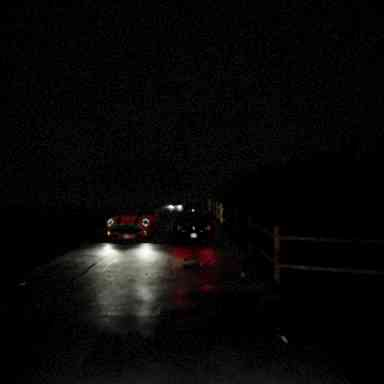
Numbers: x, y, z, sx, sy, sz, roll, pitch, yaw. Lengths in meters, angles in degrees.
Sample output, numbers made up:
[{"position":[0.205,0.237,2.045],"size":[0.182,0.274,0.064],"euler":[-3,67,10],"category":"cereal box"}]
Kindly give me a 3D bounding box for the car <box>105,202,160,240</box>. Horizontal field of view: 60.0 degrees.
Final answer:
[{"position":[-2.850,1.344,16.701],"size":[2.097,1.767,4.553],"euler":[0,0,0],"category":"car"}]

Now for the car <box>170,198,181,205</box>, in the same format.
[{"position":[-2.815,1.662,58.187],"size":[1.895,1.301,4.718],"euler":[0,0,1],"category":"car"}]

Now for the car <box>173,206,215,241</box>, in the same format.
[{"position":[0.087,1.593,16.698],"size":[1.895,1.301,4.718],"euler":[0,0,0],"category":"car"}]

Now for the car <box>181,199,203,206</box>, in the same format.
[{"position":[0.098,1.509,34.147],"size":[1.837,1.490,4.892],"euler":[0,0,0],"category":"car"}]
